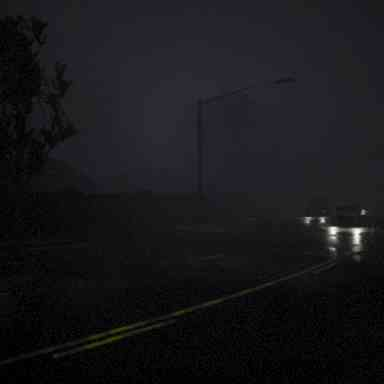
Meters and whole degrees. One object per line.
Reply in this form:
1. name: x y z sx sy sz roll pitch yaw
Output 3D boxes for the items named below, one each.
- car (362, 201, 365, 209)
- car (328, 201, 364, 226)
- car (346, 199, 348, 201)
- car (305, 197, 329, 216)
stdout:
1. car: 27.130 2.120 54.137 1.895 1.301 4.718 -1 0 28
2. car: 12.129 1.739 25.991 1.882 1.535 5.008 -1 -1 28
3. car: 34.110 1.916 74.830 1.994 1.385 4.181 -1 0 28
4. car: 14.302 1.611 37.574 2.150 2.045 5.566 -1 -1 28
